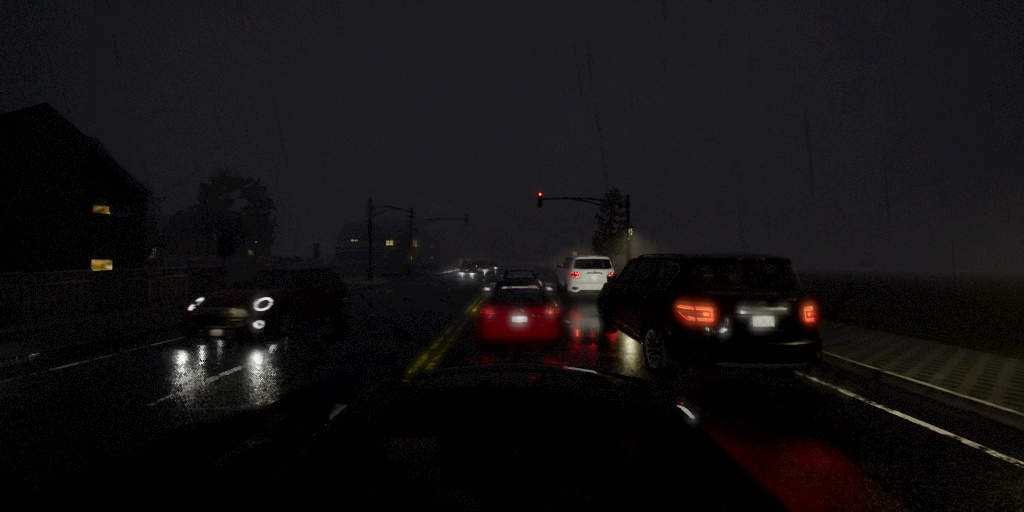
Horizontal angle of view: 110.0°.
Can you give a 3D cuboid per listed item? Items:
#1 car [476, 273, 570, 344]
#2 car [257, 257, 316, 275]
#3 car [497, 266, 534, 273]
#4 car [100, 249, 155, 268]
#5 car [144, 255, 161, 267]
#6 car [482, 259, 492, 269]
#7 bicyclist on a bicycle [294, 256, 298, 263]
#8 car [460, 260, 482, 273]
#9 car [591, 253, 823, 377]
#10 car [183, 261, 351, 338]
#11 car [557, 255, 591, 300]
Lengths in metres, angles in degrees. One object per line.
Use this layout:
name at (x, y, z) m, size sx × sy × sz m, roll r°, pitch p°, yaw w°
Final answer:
car at (0.178, 1.319, 9.634) m, size 1.994 × 1.385 × 4.181 m, roll 0°, pitch 0°, yaw 0°
car at (-20.869, 0.940, 33.205) m, size 4.892 × 1.490 × 1.837 m, roll 1°, pitch -1°, yaw 16°
car at (0.343, 1.364, 18.443) m, size 1.895 × 1.301 × 4.718 m, roll 0°, pitch 0°, yaw -3°
car at (-46.640, 0.288, 43.468) m, size 5.566 × 2.045 × 2.150 m, roll 1°, pitch -1°, yaw 15°
car at (-40.288, 0.625, 38.641) m, size 4.892 × 1.490 × 1.837 m, roll 1°, pitch -1°, yaw 16°
car at (-4.752, 1.349, 56.842) m, size 1.837 × 1.490 × 4.892 m, roll 0°, pitch 0°, yaw 4°
bicyclist on a bicycle at (-24.185, 0.781, 40.222) m, size 0.582 × 1.620 × 1.656 m, roll 1°, pitch -1°, yaw 16°
car at (-5.414, 1.366, 45.925) m, size 2.033 × 1.411 × 5.357 m, roll 0°, pitch 0°, yaw 0°
car at (3.402, 0.974, 7.512) m, size 2.150 × 2.045 × 5.566 m, roll 0°, pitch 0°, yaw 0°
car at (-6.517, 1.108, 10.190) m, size 2.097 × 1.767 × 4.553 m, roll 0°, pitch 0°, yaw 1°
car at (3.555, 0.983, 17.870) m, size 2.150 × 2.045 × 5.566 m, roll 0°, pitch 0°, yaw 1°
